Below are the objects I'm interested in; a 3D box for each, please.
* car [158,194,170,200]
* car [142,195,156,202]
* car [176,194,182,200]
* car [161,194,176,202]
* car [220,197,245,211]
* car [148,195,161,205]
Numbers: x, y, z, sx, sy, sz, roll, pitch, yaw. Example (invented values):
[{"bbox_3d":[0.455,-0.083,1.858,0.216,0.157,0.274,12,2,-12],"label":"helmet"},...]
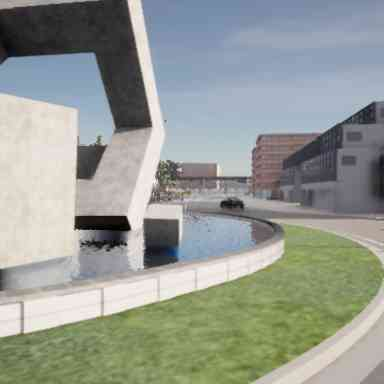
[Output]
[{"bbox_3d":[-7.060,1.262,84.215,1.882,1.535,5.008,0,0,7],"label":"car"},{"bbox_3d":[-8.886,1.320,69.069,1.837,1.490,4.892,0,0,7],"label":"car"},{"bbox_3d":[-3.362,1.323,85.652,2.033,1.411,5.357,0,0,7],"label":"car"},{"bbox_3d":[-5.175,1.344,70.604,1.812,1.442,4.674,0,0,7],"label":"car"},{"bbox_3d":[4.797,1.395,39.921,2.128,1.511,4.902,0,0,-11],"label":"car"},{"bbox_3d":[-7.378,1.206,55.624,2.097,1.767,4.553,0,0,12],"label":"car"}]
